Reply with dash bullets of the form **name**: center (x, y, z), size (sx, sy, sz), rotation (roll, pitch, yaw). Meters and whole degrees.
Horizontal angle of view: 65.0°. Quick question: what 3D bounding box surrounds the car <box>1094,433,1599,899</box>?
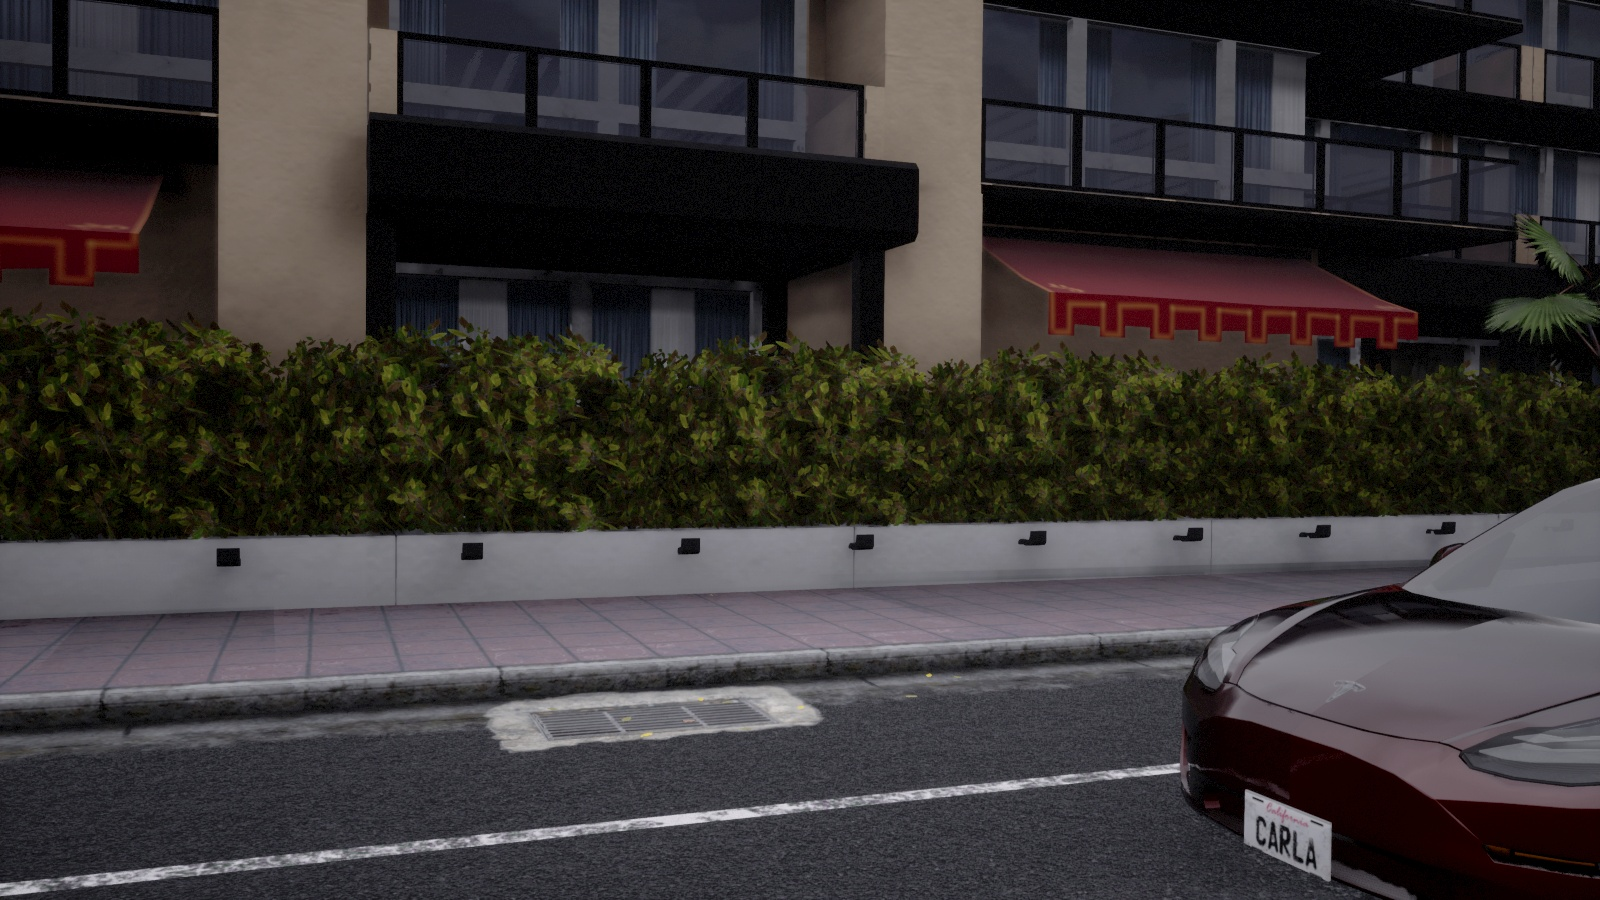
- **car**: center (3.760, 0.681, 4.671), size (4.792, 1.488, 2.163), rotation (-1, 1, -21)
